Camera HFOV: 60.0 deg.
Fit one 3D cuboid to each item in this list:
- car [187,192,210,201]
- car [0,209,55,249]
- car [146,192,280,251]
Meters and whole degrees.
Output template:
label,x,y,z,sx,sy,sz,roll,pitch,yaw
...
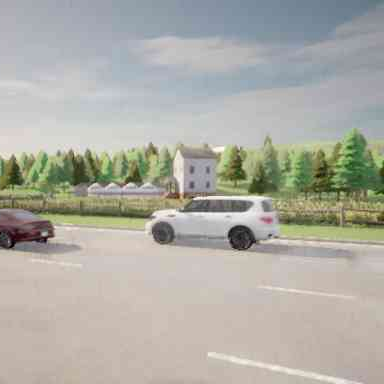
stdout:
label,x,y,z,sx,sy,sz,roll,pitch,yaw
car,1.383,0.940,72.427,4.605,1.855,1.932,0,0,23
car,-7.839,1.439,13.817,4.674,1.442,1.812,0,0,23
car,0.834,1.173,13.939,5.566,2.045,2.150,0,0,23
